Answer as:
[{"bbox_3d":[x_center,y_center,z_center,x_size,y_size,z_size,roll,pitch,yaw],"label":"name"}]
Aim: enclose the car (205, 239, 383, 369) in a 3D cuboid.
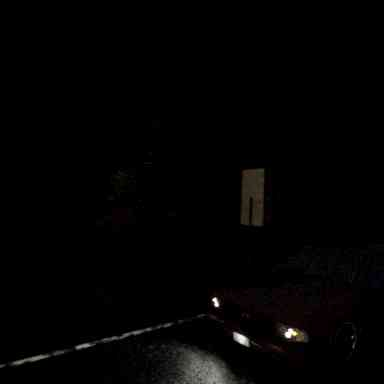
[{"bbox_3d":[2.830,1.621,6.007,5.357,1.411,2.033,1,-1,-35],"label":"car"}]
